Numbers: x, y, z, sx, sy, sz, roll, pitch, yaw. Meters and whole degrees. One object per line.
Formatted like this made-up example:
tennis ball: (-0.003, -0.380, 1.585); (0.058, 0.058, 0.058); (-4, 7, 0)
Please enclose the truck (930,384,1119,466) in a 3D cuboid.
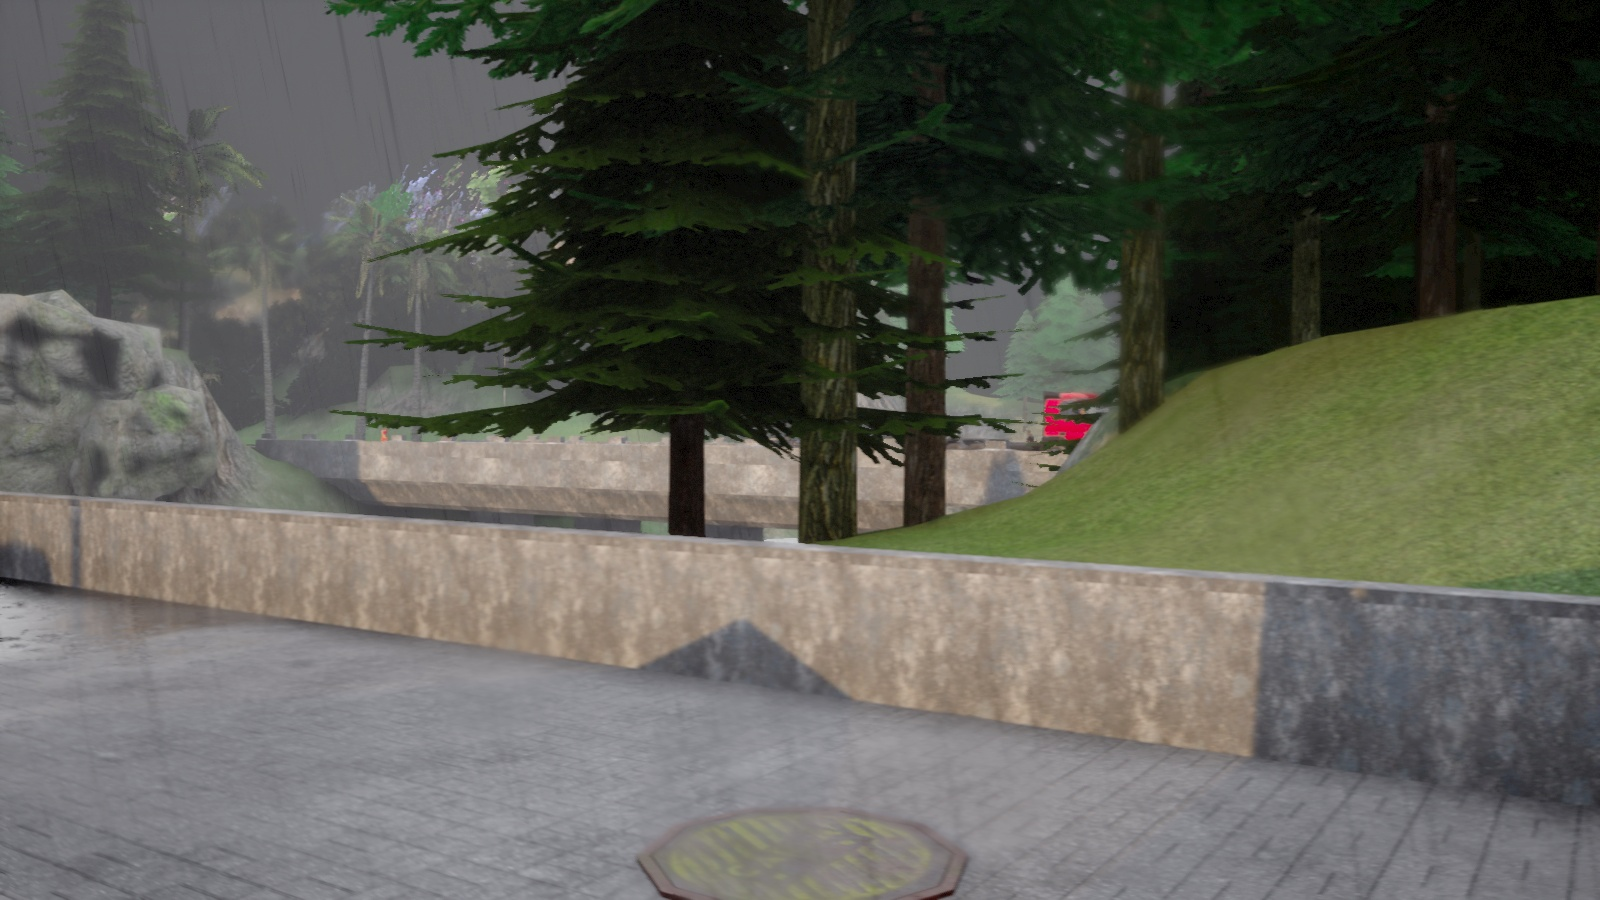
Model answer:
truck: (10.100, -1.082, 56.948); (7.936, 3.462, 2.891); (0, 1, 34)
